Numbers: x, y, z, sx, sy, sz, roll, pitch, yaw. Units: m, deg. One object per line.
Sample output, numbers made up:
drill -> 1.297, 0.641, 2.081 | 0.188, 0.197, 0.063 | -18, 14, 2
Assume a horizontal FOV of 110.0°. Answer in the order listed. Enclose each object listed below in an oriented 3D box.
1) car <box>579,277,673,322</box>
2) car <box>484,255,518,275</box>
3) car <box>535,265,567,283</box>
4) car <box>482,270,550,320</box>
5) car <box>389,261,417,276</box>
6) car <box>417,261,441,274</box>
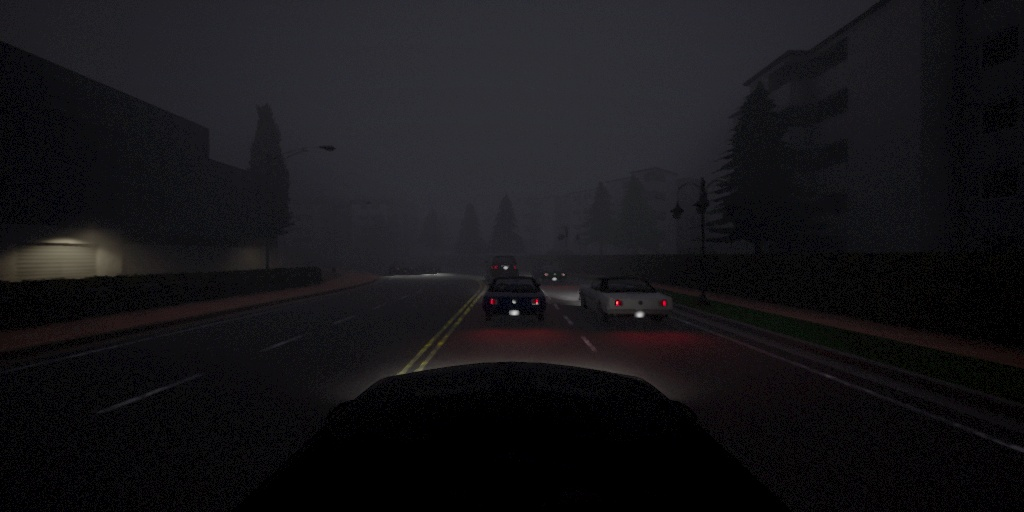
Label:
car -> 3.578, 1.351, 12.238 | 1.895, 1.301, 4.718 | 0, 0, 0
car -> -0.896, 0.969, 28.359 | 2.150, 2.045, 5.566 | 0, 0, -9
car -> 2.713, 1.350, 27.565 | 1.895, 1.301, 4.718 | 0, 0, -8
car -> 0.080, 1.351, 12.584 | 1.895, 1.301, 4.718 | 0, 0, 0
car -> -11.892, 1.274, 38.213 | 1.812, 1.442, 4.674 | 0, 0, -29
car -> -9.615, 1.312, 41.200 | 1.994, 1.385, 4.181 | 0, 0, -31
